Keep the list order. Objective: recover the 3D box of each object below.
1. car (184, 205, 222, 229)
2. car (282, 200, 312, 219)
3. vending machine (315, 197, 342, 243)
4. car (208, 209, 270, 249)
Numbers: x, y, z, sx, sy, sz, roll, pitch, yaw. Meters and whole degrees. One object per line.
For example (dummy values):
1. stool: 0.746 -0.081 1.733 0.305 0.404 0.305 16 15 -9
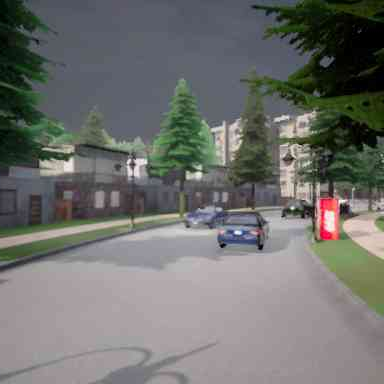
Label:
1. car: 1.058 1.592 22.111 1.812 1.442 4.674 0 0 22
2. car: 10.188 1.506 31.713 2.097 1.767 4.553 0 0 32
3. vending machine: 6.474 1.282 15.809 1.100 2.100 0.880 0 0 18
4. car: 2.438 1.604 15.045 2.033 1.411 5.357 0 0 16
